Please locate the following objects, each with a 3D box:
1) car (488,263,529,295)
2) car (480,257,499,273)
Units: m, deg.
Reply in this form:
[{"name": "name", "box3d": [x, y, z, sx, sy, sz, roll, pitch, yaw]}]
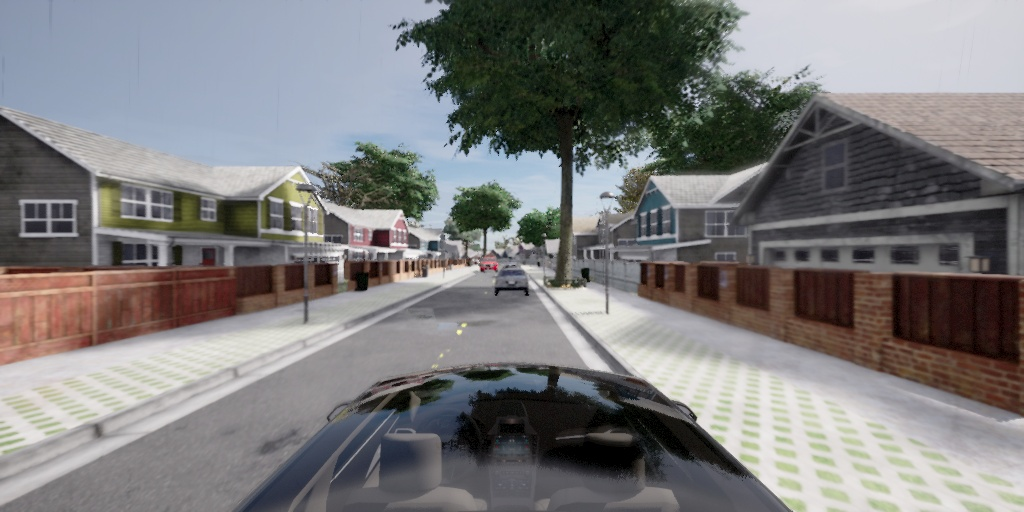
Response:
[{"name": "car", "box3d": [-0.015, 1.337, 20.044, 2.033, 1.411, 5.357, 0, 0, 0]}, {"name": "car", "box3d": [-2.924, 1.112, 46.378, 2.150, 2.045, 5.566, 0, 0, 0]}]
